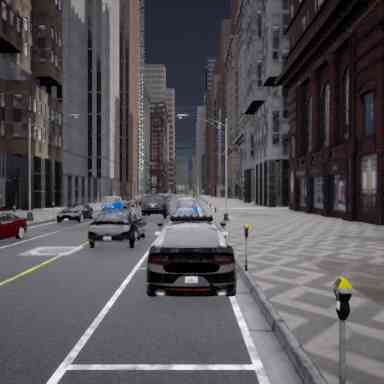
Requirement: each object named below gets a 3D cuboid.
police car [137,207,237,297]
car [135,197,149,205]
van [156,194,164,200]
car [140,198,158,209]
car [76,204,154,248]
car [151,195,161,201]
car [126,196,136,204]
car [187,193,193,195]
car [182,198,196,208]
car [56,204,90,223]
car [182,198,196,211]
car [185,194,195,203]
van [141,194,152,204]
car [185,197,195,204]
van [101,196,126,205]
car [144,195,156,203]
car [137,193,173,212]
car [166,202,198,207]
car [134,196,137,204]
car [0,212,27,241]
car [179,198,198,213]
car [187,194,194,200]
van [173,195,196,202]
[{"bbox_3d":[-0.012,1.426,8.760,1.930,1.638,5.238,0,0,0],"label":"police car"},{"bbox_3d":[-8.910,1.569,59.543,1.887,1.381,4.507,0,0,0],"label":"car"},{"bbox_3d":[-8.911,1.385,93.363,1.690,1.788,3.998,0,0,0],"label":"van"},{"bbox_3d":[-6.146,1.566,48.219,2.033,1.411,5.357,0,0,0],"label":"car"},{"bbox_3d":[-3.142,1.495,14.764,2.128,1.511,4.902,0,0,0],"label":"car"},{"bbox_3d":[-8.911,1.477,82.090,1.967,1.590,4.097,0,0,0],"label":"car"},{"bbox_3d":[-8.910,1.582,42.633,1.947,1.339,4.313,0,0,0],"label":"car"},{"bbox_3d":[-0.386,1.465,59.552,1.967,1.590,4.097,0,0,0],"label":"car"},{"bbox_3d":[-0.385,1.569,48.280,2.008,1.369,4.403,0,0,0],"label":"car"},{"bbox_3d":[-8.910,1.573,25.722,1.947,1.339,4.313,0,0,0],"label":"car"},{"bbox_3d":[-0.385,1.541,42.814,1.752,1.417,4.829,0,0,0],"label":"car"},{"bbox_3d":[-0.386,1.346,70.826,2.192,1.841,5.009,0,0,0],"label":"car"},{"bbox_3d":[-8.911,1.369,65.180,1.690,1.788,3.998,0,0,0],"label":"van"},{"bbox_3d":[-0.385,1.594,65.189,1.947,1.339,4.313,0,0,0],"label":"car"},{"bbox_3d":[-8.911,1.354,36.996,1.690,1.788,3.998,0,0,0],"label":"van"},{"bbox_3d":[-8.911,1.471,70.817,1.967,1.590,4.097,0,0,0],"label":"car"},{"bbox_3d":[-3.145,1.225,29.476,2.150,2.045,5.566,0,0,0],"label":"car"},{"bbox_3d":[-0.385,1.530,20.269,1.752,1.417,4.829,0,0,0],"label":"car"},{"bbox_3d":[-8.910,1.585,48.269,1.947,1.339,4.313,0,0,0],"label":"car"},{"bbox_3d":[-8.910,1.547,14.449,1.887,1.381,4.507,0,0,0],"label":"car"},{"bbox_3d":[-0.386,1.453,37.008,1.967,1.590,4.097,0,0,0],"label":"car"},{"bbox_3d":[-0.386,1.484,93.370,1.967,1.590,4.097,0,0,0],"label":"car"},{"bbox_3d":[-0.386,1.348,25.735,1.690,1.788,3.998,0,0,0],"label":"van"}]
